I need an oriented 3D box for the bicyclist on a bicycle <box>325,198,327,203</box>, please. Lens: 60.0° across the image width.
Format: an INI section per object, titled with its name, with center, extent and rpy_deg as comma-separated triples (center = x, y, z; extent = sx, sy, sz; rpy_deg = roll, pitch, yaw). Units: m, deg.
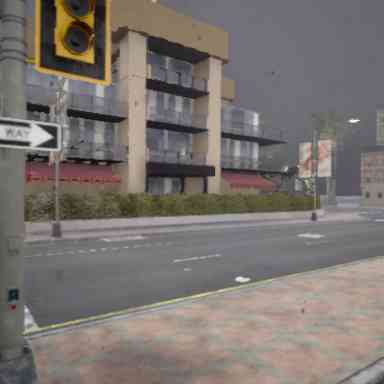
[bicyclist on a bicycle]
center = 26.510, 1.952, 65.635
extent = 1.656, 1.620, 0.582
rpy_deg = 0, 0, -35
